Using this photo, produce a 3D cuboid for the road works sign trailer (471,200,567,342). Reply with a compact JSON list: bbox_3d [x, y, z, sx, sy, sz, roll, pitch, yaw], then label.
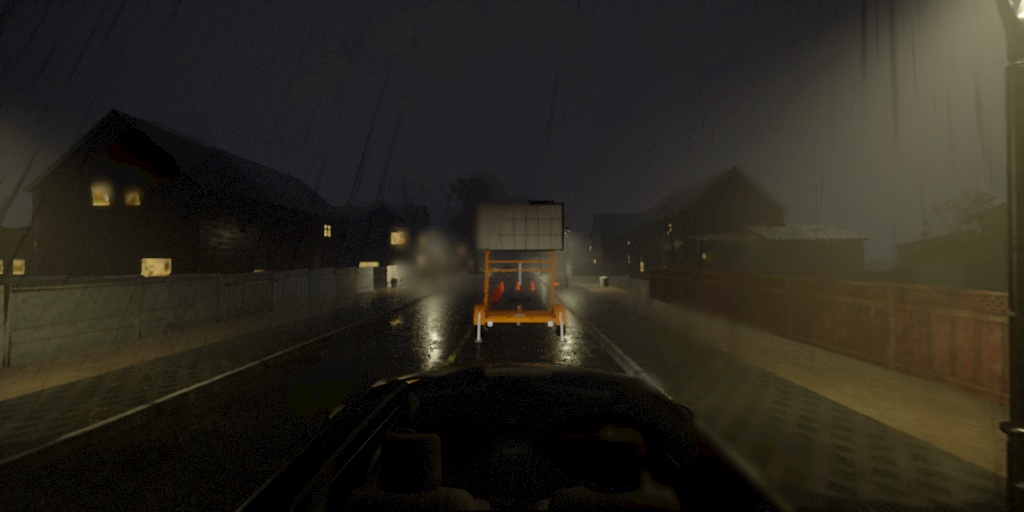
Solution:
[{"bbox_3d":[0.234,0.274,9.978,2.380,3.560,2.880,0,0,1],"label":"road works sign trailer"}]
